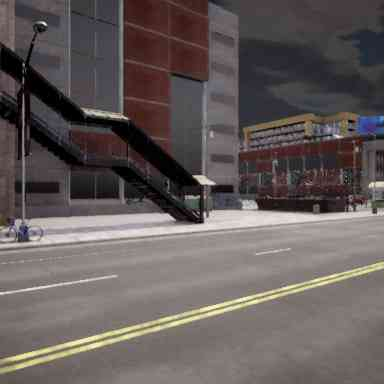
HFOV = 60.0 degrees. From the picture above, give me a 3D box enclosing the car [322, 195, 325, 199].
[{"bbox_3d":[29.823,1.449,76.670,3.806,1.475,1.970,0,0,-36],"label":"car"}]
